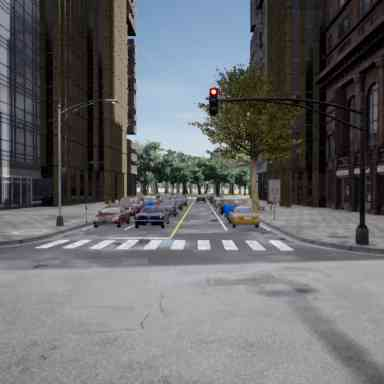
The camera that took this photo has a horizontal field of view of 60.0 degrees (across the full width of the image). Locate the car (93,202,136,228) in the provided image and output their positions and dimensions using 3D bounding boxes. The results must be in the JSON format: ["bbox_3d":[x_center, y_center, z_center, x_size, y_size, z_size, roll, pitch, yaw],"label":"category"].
[{"bbox_3d":[-5.181,1.563,21.956,1.802,1.307,4.206,-1,0,1],"label":"car"}]

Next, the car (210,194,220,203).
[{"bbox_3d":[4.053,1.468,50.140,1.887,1.381,4.507,-1,0,1],"label":"car"}]

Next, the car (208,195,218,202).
[{"bbox_3d":[4.621,1.410,72.849,2.008,1.369,4.403,0,0,1],"label":"car"}]

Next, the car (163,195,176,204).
[{"bbox_3d":[-4.187,1.332,61.702,1.967,1.590,4.097,0,0,1],"label":"car"}]

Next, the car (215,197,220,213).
[{"bbox_3d":[3.626,1.529,33.108,1.947,1.339,4.313,-1,0,1],"label":"car"}]

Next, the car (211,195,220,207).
[{"bbox_3d":[3.915,1.463,44.633,1.752,1.417,4.829,-1,0,1],"label":"car"}]

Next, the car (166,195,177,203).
[{"bbox_3d":[-4.044,1.420,67.380,1.887,1.381,4.507,0,0,1],"label":"car"}]

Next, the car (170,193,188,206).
[{"bbox_3d":[-1.744,1.274,50.634,2.097,1.767,4.553,0,0,2],"label":"car"}]

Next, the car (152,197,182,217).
[{"bbox_3d":[-2.269,1.472,31.223,1.837,1.490,4.892,0,0,2],"label":"car"}]

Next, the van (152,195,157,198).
[{"bbox_3d":[-4.899,1.304,33.313,1.690,1.788,3.998,-1,0,1],"label":"van"}]

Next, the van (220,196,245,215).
[{"bbox_3d":[3.482,1.314,27.430,1.690,1.788,3.998,-1,0,1],"label":"van"}]

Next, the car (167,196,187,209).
[{"bbox_3d":[-2.032,1.548,40.530,1.895,1.301,4.718,0,0,2],"label":"car"}]

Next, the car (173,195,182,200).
[{"bbox_3d":[-3.617,1.370,84.413,1.887,1.381,4.507,0,0,1],"label":"car"}]

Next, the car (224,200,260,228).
[{"bbox_3d":[3.346,1.507,21.921,1.752,1.417,4.829,-1,0,1],"label":"car"}]

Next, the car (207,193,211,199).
[{"bbox_3d":[4.335,1.207,61.494,2.192,1.841,5.009,-1,0,1],"label":"car"}]

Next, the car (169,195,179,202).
[{"bbox_3d":[-3.901,1.441,73.058,1.802,1.307,4.206,0,0,1],"label":"car"}]

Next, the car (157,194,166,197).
[{"bbox_3d":[-4.757,1.266,38.991,2.192,1.841,5.009,-1,0,1],"label":"car"}]

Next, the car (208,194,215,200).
[{"bbox_3d":[4.909,1.350,84.374,1.752,1.417,4.829,0,0,1],"label":"car"}]

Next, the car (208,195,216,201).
[{"bbox_3d":[4.764,1.424,78.527,1.802,1.307,4.206,0,0,1],"label":"car"}]

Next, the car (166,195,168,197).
[{"bbox_3d":[-4.612,1.488,44.669,2.008,1.369,4.403,-1,0,1],"label":"car"}]

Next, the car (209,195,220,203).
[{"bbox_3d":[4.479,1.427,67.172,2.008,1.369,4.403,-1,0,1],"label":"car"}]

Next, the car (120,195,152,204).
[{"bbox_3d":[-5.042,1.288,27.635,2.192,1.841,5.009,-1,0,1],"label":"car"}]

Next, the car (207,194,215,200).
[{"bbox_3d":[5.048,1.373,89.881,1.947,1.339,4.313,0,0,1],"label":"car"}]

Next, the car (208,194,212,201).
[{"bbox_3d":[4.195,1.459,55.817,2.008,1.369,4.403,-1,0,1],"label":"car"}]

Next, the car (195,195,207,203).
[{"bbox_3d":[1.791,1.384,65.894,1.837,1.490,4.892,0,0,1],"label":"car"}]

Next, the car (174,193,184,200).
[{"bbox_3d":[-3.477,1.122,90.091,2.192,1.841,5.009,0,0,1],"label":"car"}]

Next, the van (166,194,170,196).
[{"bbox_3d":[-4.330,1.248,56.024,1.690,1.788,3.998,0,0,1],"label":"van"}]

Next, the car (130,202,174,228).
[{"bbox_3d":[-2.507,1.582,21.887,1.895,1.301,4.718,0,0,2],"label":"car"}]
